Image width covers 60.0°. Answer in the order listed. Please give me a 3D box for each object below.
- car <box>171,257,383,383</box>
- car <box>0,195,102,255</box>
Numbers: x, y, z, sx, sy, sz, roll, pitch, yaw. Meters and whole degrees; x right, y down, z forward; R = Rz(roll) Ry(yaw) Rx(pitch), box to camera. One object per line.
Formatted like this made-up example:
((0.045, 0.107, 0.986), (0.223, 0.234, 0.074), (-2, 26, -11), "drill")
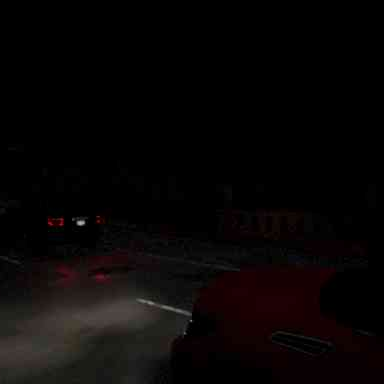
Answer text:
((2.449, 1.228, 2.270), (5.566, 2.045, 2.150), (1, 0, 36), "car")
((-5.820, 1.137, 13.215), (5.566, 2.045, 2.150), (1, 0, 42), "car")
